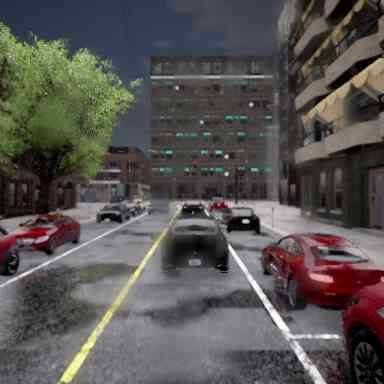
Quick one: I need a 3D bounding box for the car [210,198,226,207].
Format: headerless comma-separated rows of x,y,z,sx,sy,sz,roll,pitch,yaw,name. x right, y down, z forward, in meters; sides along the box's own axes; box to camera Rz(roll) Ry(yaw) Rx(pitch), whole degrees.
2.747,1.319,35.836,1.967,1.590,4.097,1,0,0,car

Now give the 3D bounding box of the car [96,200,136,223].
-5.647,1.482,24.406,1.947,1.339,4.313,1,0,0,car

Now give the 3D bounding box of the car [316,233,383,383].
2.707,1.309,1.719,2.192,1.841,5.009,1,0,0,car

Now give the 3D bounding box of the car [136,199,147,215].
-5.648,1.448,30.094,2.008,1.369,4.403,1,0,0,car

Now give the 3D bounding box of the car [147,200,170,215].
-3.089,1.439,32.061,2.033,1.411,5.357,0,0,0,car

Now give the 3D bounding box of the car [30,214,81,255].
-5.646,1.536,13.033,1.802,1.307,4.206,1,0,0,car

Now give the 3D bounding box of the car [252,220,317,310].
2.701,1.555,7.406,1.802,1.307,4.206,1,0,0,car

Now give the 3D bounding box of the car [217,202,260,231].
2.700,1.501,18.779,1.947,1.339,4.313,1,0,0,car

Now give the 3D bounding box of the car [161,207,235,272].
0.087,1.468,10.617,1.837,1.490,4.892,0,1,0,car

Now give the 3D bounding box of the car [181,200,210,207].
0.088,1.396,27.891,2.128,1.511,4.902,0,0,0,car

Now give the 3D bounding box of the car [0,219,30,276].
-5.643,1.414,7.347,1.967,1.590,4.097,1,0,0,car

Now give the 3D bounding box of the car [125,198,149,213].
-5.818,1.405,35.610,1.752,1.417,4.829,1,0,0,car
